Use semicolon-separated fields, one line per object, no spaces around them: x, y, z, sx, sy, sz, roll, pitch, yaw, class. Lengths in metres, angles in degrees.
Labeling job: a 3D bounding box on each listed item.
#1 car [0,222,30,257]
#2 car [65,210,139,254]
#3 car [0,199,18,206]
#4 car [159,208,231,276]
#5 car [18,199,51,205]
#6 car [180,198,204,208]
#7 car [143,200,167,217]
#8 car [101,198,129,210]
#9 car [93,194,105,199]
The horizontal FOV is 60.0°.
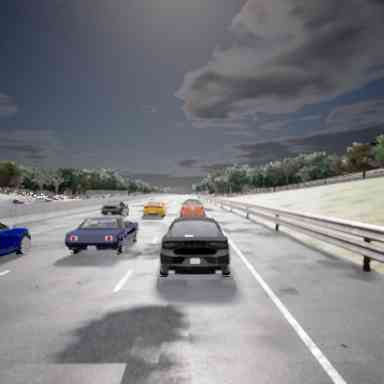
-6.922;1.493;10.345;1.882;1.535;5.008;0;0;0;car
-3.406;1.623;13.562;1.895;1.301;4.718;0;0;0;car
-21.311;1.604;38.771;1.812;1.442;4.674;0;0;-1;car
0.085;1.494;10.427;1.882;1.535;5.008;0;0;0;car
-17.813;1.558;38.871;1.882;1.535;5.008;0;0;-1;car
0.025;1.418;30.050;2.097;1.767;4.553;0;0;-1;car
-3.495;1.547;31.816;1.882;1.535;5.008;0;0;-1;car
-6.977;1.570;30.416;1.837;1.490;4.892;0;0;-1;car
-22.197;1.109;79.206;2.097;1.767;4.553;0;0;-1;car
